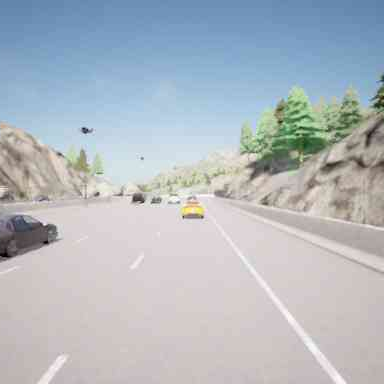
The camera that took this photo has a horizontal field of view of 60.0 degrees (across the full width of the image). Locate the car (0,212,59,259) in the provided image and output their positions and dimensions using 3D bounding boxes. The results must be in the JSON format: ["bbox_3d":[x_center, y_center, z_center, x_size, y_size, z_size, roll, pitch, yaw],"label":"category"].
[{"bbox_3d":[-6.969,1.550,12.628,2.033,1.411,5.357,0,0,0],"label":"car"}]

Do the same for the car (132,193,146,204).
[{"bbox_3d":[-10.435,1.237,65.791,2.150,2.045,5.566,0,0,0],"label":"car"}]

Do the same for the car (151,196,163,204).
[{"bbox_3d":[-6.930,1.508,65.999,2.128,1.511,4.902,0,0,0],"label":"car"}]

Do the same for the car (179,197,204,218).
[{"bbox_3d":[0.086,1.486,30.704,1.882,1.535,5.008,0,0,0],"label":"car"}]

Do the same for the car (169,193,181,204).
[{"bbox_3d":[-3.434,1.238,66.306,2.150,2.045,5.566,0,0,0],"label":"car"}]

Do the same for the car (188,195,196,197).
[{"bbox_3d":[0.062,1.368,58.795,2.097,1.767,4.553,0,0,0],"label":"car"}]
